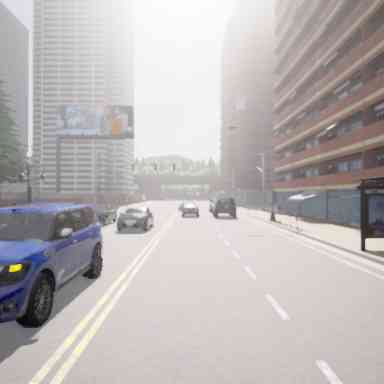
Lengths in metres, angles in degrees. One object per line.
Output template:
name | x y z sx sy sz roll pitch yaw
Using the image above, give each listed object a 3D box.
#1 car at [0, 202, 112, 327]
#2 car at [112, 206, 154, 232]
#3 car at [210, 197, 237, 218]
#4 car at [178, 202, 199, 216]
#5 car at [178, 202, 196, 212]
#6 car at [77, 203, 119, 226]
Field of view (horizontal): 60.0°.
car | -3.635 1.298 7.532 2.150 2.045 5.566 0 0 0
car | -3.670 1.722 22.184 2.128 1.511 4.902 0 -1 0
car | 3.353 1.578 34.735 2.150 2.045 5.566 0 -1 0
car | -0.149 1.927 36.962 2.033 1.411 5.357 0 -1 0
car | -0.730 2.080 46.614 1.895 1.301 4.718 0 -1 -9
car | -7.155 1.665 25.958 1.882 1.535 5.008 0 -1 0
